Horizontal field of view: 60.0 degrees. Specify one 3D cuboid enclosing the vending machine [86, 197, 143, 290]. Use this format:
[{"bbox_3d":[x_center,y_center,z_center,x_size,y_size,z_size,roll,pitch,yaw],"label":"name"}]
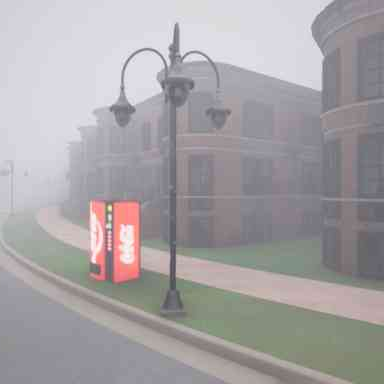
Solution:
[{"bbox_3d":[-1.923,1.190,8.276,1.100,2.100,0.880,0,0,-44],"label":"vending machine"}]
